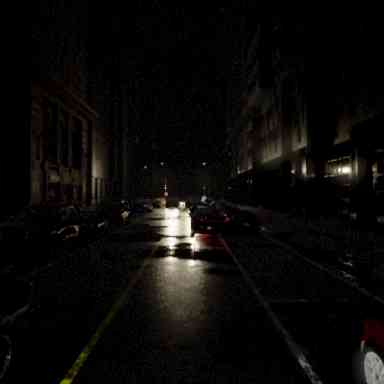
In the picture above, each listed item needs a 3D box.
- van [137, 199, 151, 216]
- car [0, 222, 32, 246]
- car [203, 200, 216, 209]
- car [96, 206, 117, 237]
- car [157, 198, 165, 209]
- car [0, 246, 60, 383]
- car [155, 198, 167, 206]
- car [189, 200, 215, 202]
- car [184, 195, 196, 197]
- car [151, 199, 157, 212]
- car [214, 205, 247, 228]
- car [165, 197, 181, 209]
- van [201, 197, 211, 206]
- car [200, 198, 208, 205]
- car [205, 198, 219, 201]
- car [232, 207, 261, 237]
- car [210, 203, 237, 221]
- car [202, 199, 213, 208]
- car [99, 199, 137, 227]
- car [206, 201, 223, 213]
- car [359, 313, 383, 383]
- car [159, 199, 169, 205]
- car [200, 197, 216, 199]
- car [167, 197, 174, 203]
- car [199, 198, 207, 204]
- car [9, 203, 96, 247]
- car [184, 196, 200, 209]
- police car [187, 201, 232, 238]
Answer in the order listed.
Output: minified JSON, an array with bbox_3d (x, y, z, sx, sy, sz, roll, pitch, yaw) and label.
[{"bbox_3d":[-5.807,1.592,35.633,1.690,1.788,3.998,0,0,0],"label":"van"},{"bbox_3d":[-5.770,1.618,7.624,1.947,1.339,4.313,0,0,0],"label":"car"},{"bbox_3d":[2.694,1.959,52.463,1.802,1.307,4.206,0,0,0],"label":"car"},{"bbox_3d":[-5.785,1.712,18.827,1.802,1.307,4.206,0,0,0],"label":"car"},{"bbox_3d":[-5.831,1.816,52.438,1.967,1.590,4.097,0,0,0],"label":"car"},{"bbox_3d":[-3.101,1.565,2.491,2.033,1.411,5.357,0,0,0],"label":"car"},{"bbox_3d":[-5.847,1.900,63.641,1.967,1.590,4.097,0,0,0],"label":"car"},{"bbox_3d":[0.802,1.706,28.701,1.837,1.490,4.892,0,0,0],"label":"car"},{"bbox_3d":[-0.103,1.639,75.599,2.150,2.045,5.566,0,0,0],"label":"car"},{"bbox_3d":[-5.816,1.816,41.063,1.752,1.417,4.829,0,0,0],"label":"car"},{"bbox_3d":[2.732,1.736,24.454,1.947,1.339,4.313,0,0,0],"label":"car"},{"bbox_3d":[-3.118,1.906,53.047,1.812,1.442,4.674,0,-1,0],"label":"car"},{"bbox_3d":[2.679,1.802,63.669,1.690,1.788,3.998,0,0,0],"label":"van"},{"bbox_3d":[2.663,2.129,74.871,1.802,1.307,4.206,0,0,0],"label":"car"},{"bbox_3d":[2.717,1.691,35.659,1.967,1.590,4.097,0,0,0],"label":"car"},{"bbox_3d":[2.740,1.697,18.852,1.947,1.339,4.313,0,0,0],"label":"car"},{"bbox_3d":[2.724,1.761,30.055,2.008,1.369,4.403,0,0,0],"label":"car"},{"bbox_3d":[2.686,1.945,58.235,1.752,1.417,4.829,0,0,0],"label":"car"},{"bbox_3d":[-5.792,1.485,24.431,2.192,1.841,5.009,0,0,0],"label":"car"},{"bbox_3d":[2.709,1.875,41.259,1.802,1.307,4.206,0,0,0],"label":"car"},{"bbox_3d":[2.763,1.560,2.046,1.887,1.381,4.507,0,0,0],"label":"car"},{"bbox_3d":[-5.855,2.085,69.241,1.802,1.307,4.206,0,0,0],"label":"car"},{"bbox_3d":[2.702,1.649,46.863,2.192,1.841,5.009,0,0,0],"label":"car"},{"bbox_3d":[-5.885,2.200,91.478,1.752,1.417,4.829,0,0,0],"label":"car"},{"bbox_3d":[2.655,2.172,80.473,1.802,1.307,4.206,0,0,0],"label":"car"},{"bbox_3d":[-5.777,1.406,13.228,2.192,1.841,5.009,0,0,0],"label":"car"},{"bbox_3d":[-0.072,1.889,53.479,1.837,1.490,4.892,0,0,0],"label":"car"},{"bbox_3d":[0.834,1.556,18.808,1.930,1.638,5.238,0,0,0],"label":"police car"}]
